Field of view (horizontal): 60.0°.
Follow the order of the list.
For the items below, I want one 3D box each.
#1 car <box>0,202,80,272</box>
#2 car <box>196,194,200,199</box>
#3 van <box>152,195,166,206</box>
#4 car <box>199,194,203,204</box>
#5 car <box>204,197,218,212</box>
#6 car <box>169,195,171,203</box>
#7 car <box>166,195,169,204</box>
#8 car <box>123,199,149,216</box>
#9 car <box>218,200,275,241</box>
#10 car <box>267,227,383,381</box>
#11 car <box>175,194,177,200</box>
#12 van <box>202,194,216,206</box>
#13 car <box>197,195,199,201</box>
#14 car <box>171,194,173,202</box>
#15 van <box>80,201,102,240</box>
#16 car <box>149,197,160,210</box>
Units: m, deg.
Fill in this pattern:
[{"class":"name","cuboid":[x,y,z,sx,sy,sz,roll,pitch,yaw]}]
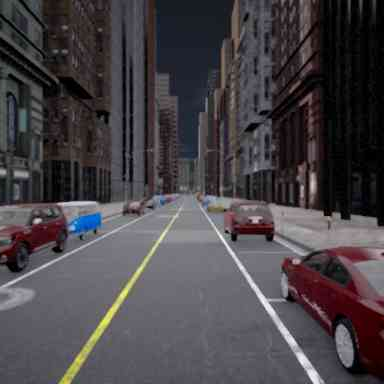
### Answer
[{"class":"car","cuboid":[-5.782,1.342,11.099,2.192,1.841,5.009,0,0,0]},{"class":"car","cuboid":[2.629,1.632,78.763,1.967,1.590,4.097,0,0,0]},{"class":"van","cuboid":[-5.858,1.479,56.192,1.690,1.788,3.998,0,0,0]},{"class":"car","cuboid":[2.667,1.570,56.218,1.967,1.590,4.097,0,0,0]},{"class":"car","cuboid":[2.696,1.610,39.479,1.752,1.417,4.829,0,0,0]},{"class":"car","cuboid":[-5.876,1.735,67.465,1.947,1.339,4.313,0,0,0]},{"class":"car","cuboid":[-5.867,1.719,61.828,1.947,1.339,4.313,0,0,0]},{"class":"car","cuboid":[-5.819,1.623,33.645,1.887,1.381,4.507,0,0,0]},{"class":"car","cuboid":[2.734,1.346,16.764,2.192,1.841,5.009,0,0,0]},{"class":"car","cuboid":[2.754,1.553,5.492,1.887,1.381,4.507,0,0,0]},{"class":"car","cuboid":[-5.915,1.671,90.012,1.967,1.590,4.097,0,0,0]},{"class":"van","cuboid":[2.686,1.441,44.945,1.690,1.788,3.998,0,0,0]},{"class":"car","cuboid":[2.648,1.712,67.490,2.008,1.369,4.403,0,0,0]},{"class":"car","cuboid":[-5.887,1.499,73.102,2.192,1.841,5.009,0,0,0]},{"class":"van","cuboid":[-5.791,1.380,16.735,1.690,1.788,3.998,0,0,0]},{"class":"car","cuboid":[-5.838,1.674,44.918,1.947,1.339,4.313,0,0,0]}]
